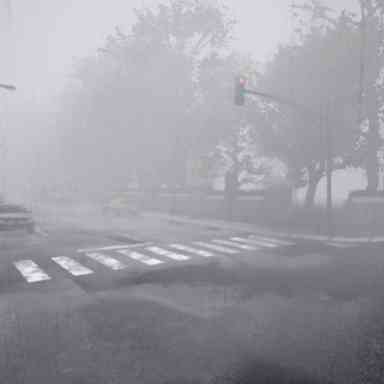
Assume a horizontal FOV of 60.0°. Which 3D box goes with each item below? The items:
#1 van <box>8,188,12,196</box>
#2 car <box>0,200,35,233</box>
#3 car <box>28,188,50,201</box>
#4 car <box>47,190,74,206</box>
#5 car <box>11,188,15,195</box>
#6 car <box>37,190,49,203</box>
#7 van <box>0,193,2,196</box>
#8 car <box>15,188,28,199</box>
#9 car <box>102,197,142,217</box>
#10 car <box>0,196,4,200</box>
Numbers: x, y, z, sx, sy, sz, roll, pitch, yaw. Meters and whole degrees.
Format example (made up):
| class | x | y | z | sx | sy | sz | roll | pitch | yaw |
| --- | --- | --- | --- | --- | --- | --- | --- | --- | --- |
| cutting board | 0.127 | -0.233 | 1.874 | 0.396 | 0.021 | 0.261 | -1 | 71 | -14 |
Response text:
| class | x | y | z | sx | sy | sz | roll | pitch | yaw |
| --- | --- | --- | --- | --- | --- | --- | --- | --- | --- |
| van | -38.049 | -0.042 | 70.604 | 1.690 | 1.788 | 3.998 | 1 | 0 | -36 |
| car | -8.995 | 1.251 | 16.432 | 1.802 | 1.307 | 4.206 | 1 | 0 | -36 |
| car | -21.758 | 0.413 | 48.220 | 2.192 | 1.841 | 5.009 | 1 | 0 | -36 |
| car | -15.247 | 0.843 | 39.265 | 2.008 | 1.369 | 4.403 | 1 | 0 | -36 |
| car | -31.539 | 0.359 | 61.651 | 2.008 | 1.369 | 4.403 | 1 | 0 | -36 |
| car | -18.507 | 0.761 | 43.743 | 1.947 | 1.339 | 4.313 | 1 | 0 | -36 |
| van | -15.505 | 0.813 | 25.385 | 1.690 | 1.788 | 3.998 | 1 | 0 | -36 |
| car | -28.274 | 0.220 | 57.173 | 2.192 | 1.841 | 5.009 | 1 | 0 | -36 |
| car | -5.573 | 1.109 | 25.972 | 1.752 | 1.417 | 4.829 | 1 | 0 | -36 |
| car | -12.253 | 1.152 | 20.908 | 1.802 | 1.307 | 4.206 | 1 | 0 | -36 |
